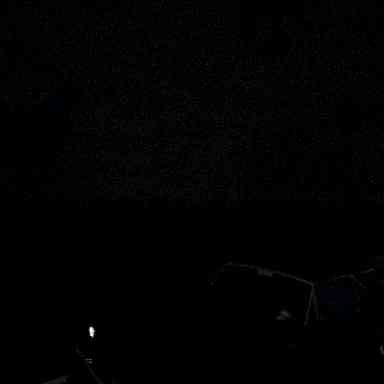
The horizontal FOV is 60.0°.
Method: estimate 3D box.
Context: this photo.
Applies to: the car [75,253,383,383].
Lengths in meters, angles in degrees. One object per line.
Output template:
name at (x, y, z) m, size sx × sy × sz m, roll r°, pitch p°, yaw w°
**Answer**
car at (1.043, 1.598, 4.369) m, size 4.718 × 1.301 × 1.895 m, roll 0°, pitch 0°, yaw -39°
